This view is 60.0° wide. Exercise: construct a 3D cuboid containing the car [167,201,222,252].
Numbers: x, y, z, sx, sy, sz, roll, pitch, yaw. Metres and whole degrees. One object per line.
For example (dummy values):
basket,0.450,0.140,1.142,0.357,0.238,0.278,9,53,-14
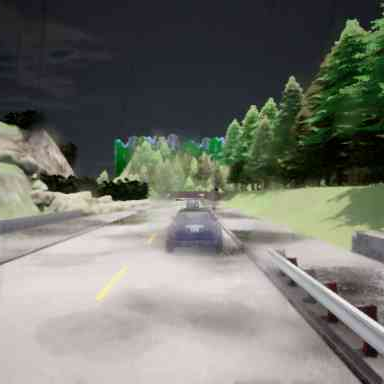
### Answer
car,0.105,1.434,14.380,2.097,1.767,4.553,0,0,0
